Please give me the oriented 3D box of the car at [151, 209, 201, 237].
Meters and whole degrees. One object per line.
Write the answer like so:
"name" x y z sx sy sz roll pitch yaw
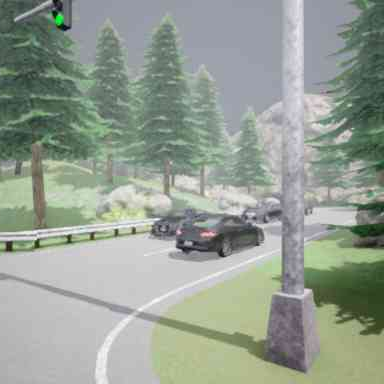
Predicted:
"car" -0.196 1.567 17.210 1.994 1.385 4.181 0 0 35

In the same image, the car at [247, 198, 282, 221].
"car" 5.504 1.494 25.360 2.128 1.511 4.902 0 0 35

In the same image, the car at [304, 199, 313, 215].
"car" 11.144 1.507 33.880 1.837 1.490 4.892 0 0 28

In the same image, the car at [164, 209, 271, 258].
"car" 1.198 1.587 12.960 1.812 1.442 4.674 0 -1 35

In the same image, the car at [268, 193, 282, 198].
"car" 12.974 1.291 56.542 5.566 2.045 2.150 0 -2 42
